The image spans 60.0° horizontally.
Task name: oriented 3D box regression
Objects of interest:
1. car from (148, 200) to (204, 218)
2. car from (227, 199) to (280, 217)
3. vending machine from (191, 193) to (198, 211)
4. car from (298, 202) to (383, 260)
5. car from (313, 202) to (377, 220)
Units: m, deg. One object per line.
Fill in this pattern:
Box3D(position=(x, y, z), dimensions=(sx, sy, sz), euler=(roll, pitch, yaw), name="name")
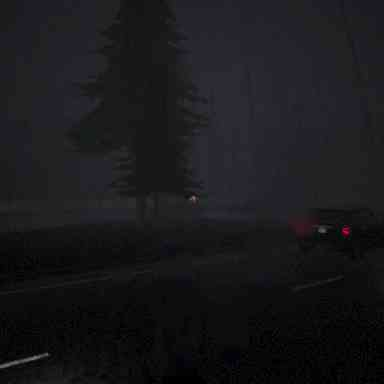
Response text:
Box3D(position=(-1.392, 1.469, 29.032), dimensions=(4.902, 1.511, 2.128), euler=(0, 0, 0), name="car")
Box3D(position=(5.657, 1.472, 31.061), dimensions=(4.892, 1.490, 1.837), euler=(0, -2, 31), name="car")
Box3D(position=(0.308, 1.162, 40.143), dimensions=(0.880, 2.100, 1.100), euler=(0, 0, 2), name="vending machine")
Box3D(position=(6.032, 1.334, 12.746), dimensions=(4.553, 1.767, 2.097), euler=(0, 0, -41), name="car")
Box3D(position=(13.199, 1.561, 28.964), dimensions=(1.895, 1.301, 4.718), euler=(0, 0, -34), name="car")
